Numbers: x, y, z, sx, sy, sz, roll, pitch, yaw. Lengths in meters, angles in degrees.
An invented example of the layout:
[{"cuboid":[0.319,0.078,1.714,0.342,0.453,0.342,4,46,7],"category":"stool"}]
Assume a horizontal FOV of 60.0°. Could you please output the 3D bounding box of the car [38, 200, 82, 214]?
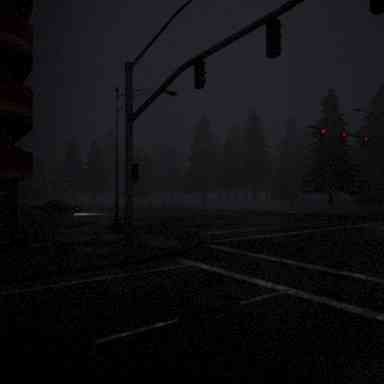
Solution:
[{"cuboid":[-13.420,1.510,33.831,4.181,1.385,1.994,0,0,15],"category":"car"}]
